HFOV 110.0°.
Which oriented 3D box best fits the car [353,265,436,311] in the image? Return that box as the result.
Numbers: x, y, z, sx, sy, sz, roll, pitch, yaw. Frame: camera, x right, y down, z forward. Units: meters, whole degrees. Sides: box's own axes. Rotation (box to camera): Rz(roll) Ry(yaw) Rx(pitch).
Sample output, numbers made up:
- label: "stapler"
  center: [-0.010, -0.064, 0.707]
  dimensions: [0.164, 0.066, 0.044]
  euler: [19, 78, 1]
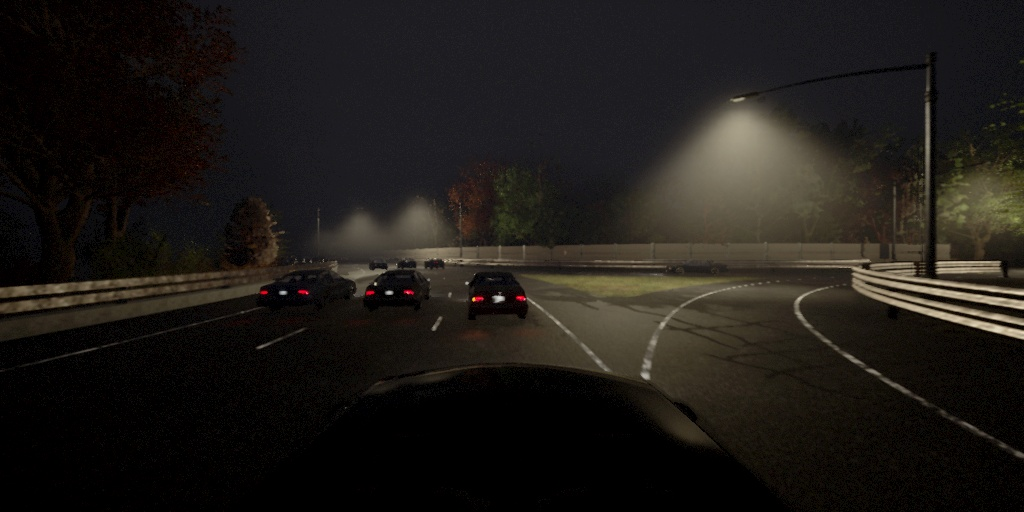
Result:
- label: "car"
  center: [-4.364, 1.244, 14.239]
  dimensions: [2.033, 1.411, 5.357]
  euler: [0, 0, -8]

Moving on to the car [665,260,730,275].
- label: "car"
  center: [17.471, 1.070, 33.998]
  dimensions: [5.357, 1.411, 2.033]
  euler: [0, 0, 10]

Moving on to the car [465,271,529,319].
- label: "car"
  center: [-0.641, 1.242, 12.581]
  dimensions: [2.033, 1.411, 5.357]
  euler: [0, 0, -7]

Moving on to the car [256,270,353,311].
- label: "car"
  center: [-7.903, 1.255, 14.358]
  dimensions: [2.033, 1.411, 5.357]
  euler: [0, 0, -7]

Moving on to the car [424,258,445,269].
- label: "car"
  center: [-10.486, 1.028, 48.218]
  dimensions: [2.128, 1.511, 4.902]
  euler: [0, 0, -27]

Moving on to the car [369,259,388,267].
- label: "car"
  center: [-16.925, 1.118, 45.455]
  dimensions: [2.033, 1.411, 5.357]
  euler: [0, 0, -27]

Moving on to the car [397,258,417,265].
- label: "car"
  center: [-13.787, 1.045, 46.998]
  dimensions: [2.128, 1.511, 4.902]
  euler: [0, 0, -27]
